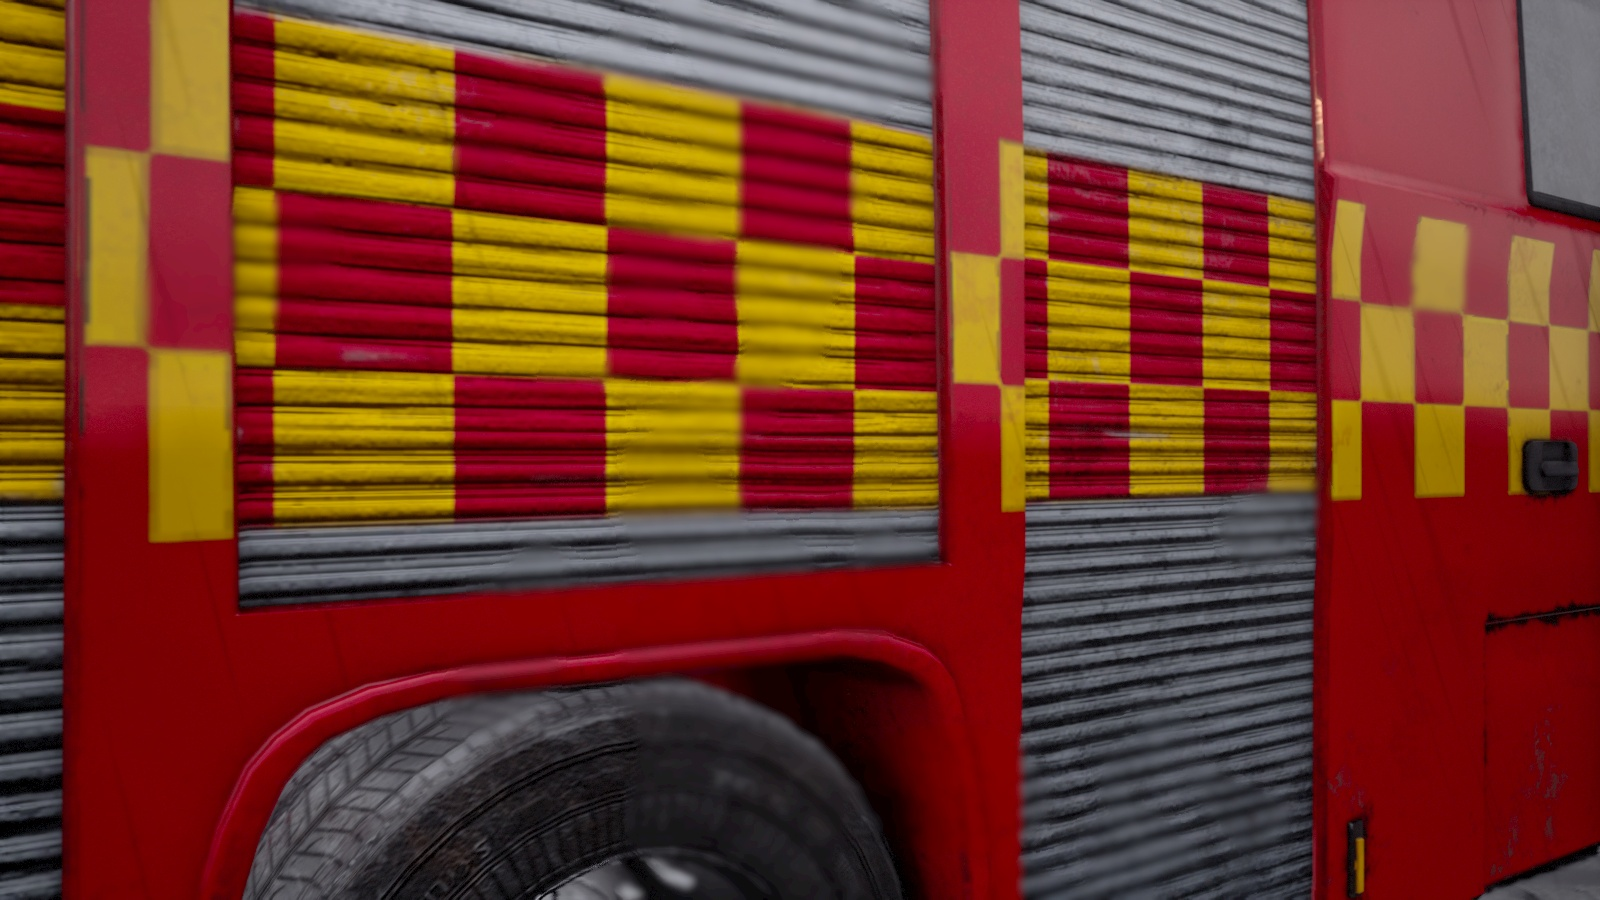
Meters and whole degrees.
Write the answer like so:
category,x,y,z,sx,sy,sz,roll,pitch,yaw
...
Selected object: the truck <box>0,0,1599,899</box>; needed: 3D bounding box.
category,x,y,z,sx,sy,sz,roll,pitch,yaw
truck,1.181,-0.411,4.483,8.468,3.827,2.891,0,0,-35
